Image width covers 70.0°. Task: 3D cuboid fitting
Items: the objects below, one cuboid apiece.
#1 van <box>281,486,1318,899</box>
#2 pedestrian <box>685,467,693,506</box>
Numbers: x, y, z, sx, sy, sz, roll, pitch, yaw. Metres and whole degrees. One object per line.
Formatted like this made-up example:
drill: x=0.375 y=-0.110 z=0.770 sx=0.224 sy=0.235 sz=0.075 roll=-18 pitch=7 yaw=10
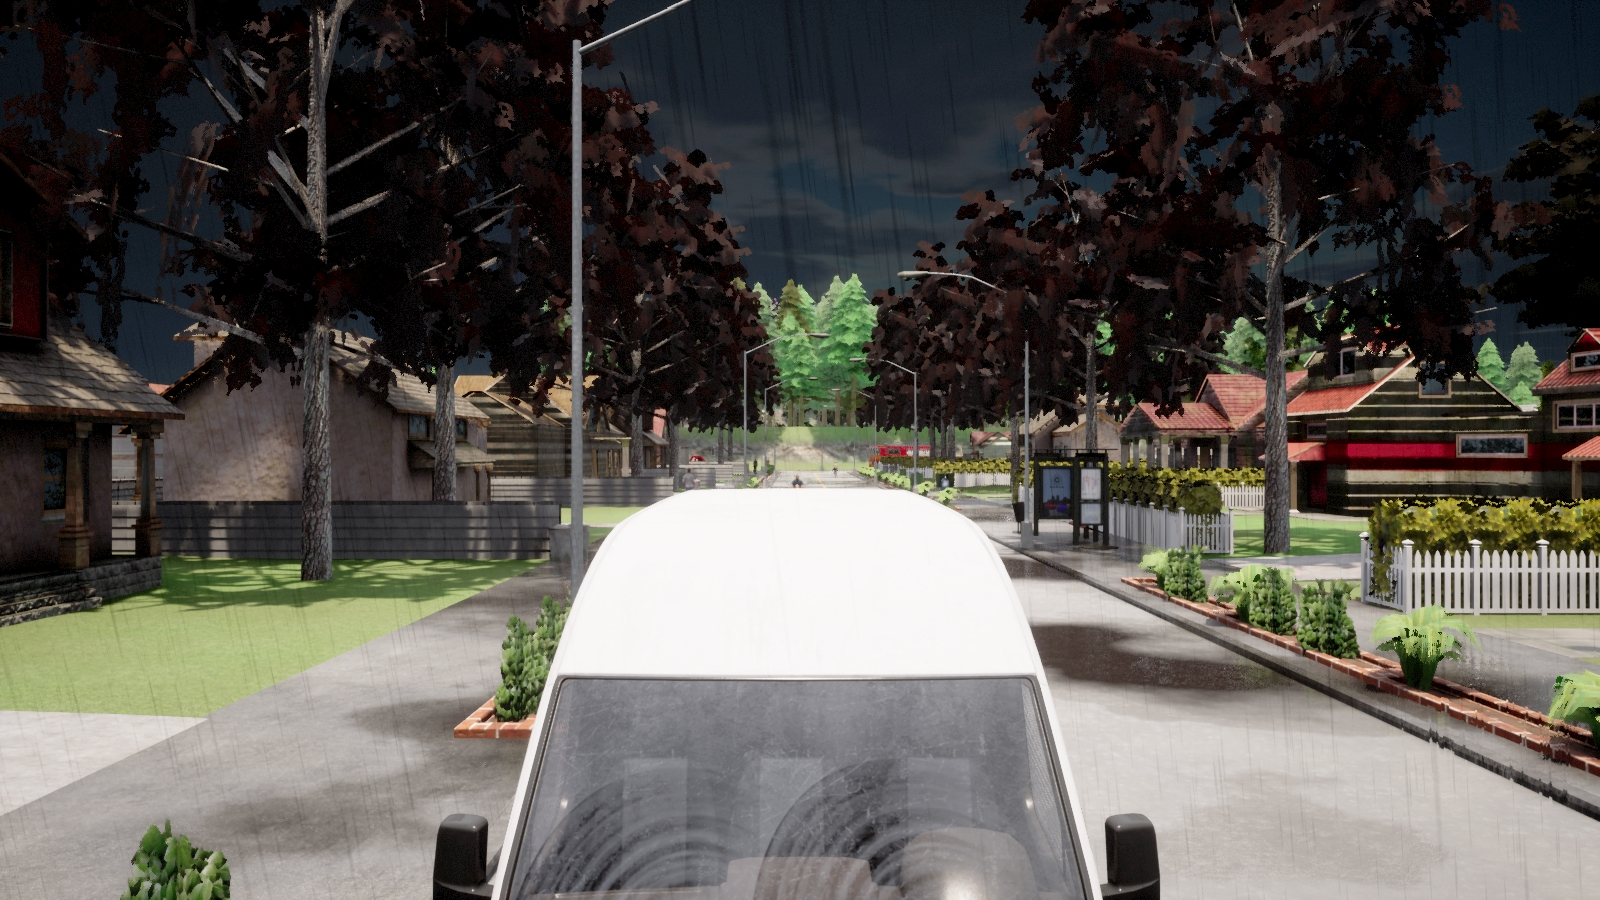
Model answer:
van: x=-0.006 y=1.534 z=5.149 sx=1.988 sy=2.561 sz=5.915 roll=0 pitch=0 yaw=0
pedestrian: x=-5.341 y=1.743 z=55.098 sx=0.375 sy=1.860 sz=0.375 roll=0 pitch=0 yaw=-5
